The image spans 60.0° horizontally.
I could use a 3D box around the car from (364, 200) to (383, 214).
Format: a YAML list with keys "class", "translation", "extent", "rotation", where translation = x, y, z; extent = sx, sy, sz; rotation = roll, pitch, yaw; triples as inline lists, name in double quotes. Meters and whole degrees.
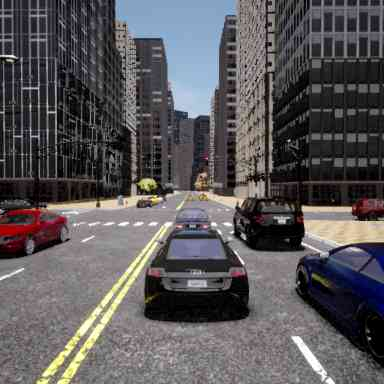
- class: "car"
  translation: [21.643, 1.643, 36.245]
  extent: [4.829, 1.417, 1.752]
  rotation: [1, 0, 1]

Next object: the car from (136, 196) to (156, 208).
- class: "car"
  translation: [-6.813, 1.529, 48.188]
  extent: [1.994, 1.385, 4.181]
  rotation: [0, 0, 0]

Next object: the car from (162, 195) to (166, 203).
- class: "car"
  translation: [-6.838, 1.469, 66.565]
  extent: [1.812, 1.442, 4.674]
  rotation: [0, 0, 0]

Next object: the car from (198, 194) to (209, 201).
- class: "car"
  translation: [2.886, 1.396, 78.661]
  extent: [1.882, 1.535, 5.008]
  rotation: [0, 0, 0]

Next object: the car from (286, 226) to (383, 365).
- class: "car"
  translation: [3.334, 1.561, 5.823]
  extent: [1.994, 1.385, 4.181]
  rotation: [0, 0, -1]

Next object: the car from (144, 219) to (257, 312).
- class: "car"
  translation: [0.066, 1.560, 7.793]
  extent: [1.994, 1.385, 4.181]
  rotation: [0, 0, -1]

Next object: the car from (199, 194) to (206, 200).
- class: "car"
  translation: [2.837, 1.242, 89.079]
  extent: [1.837, 1.490, 4.892]
  rotation: [0, 0, 0]

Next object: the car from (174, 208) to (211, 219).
- class: "car"
  translation: [0.021, 1.538, 17.014]
  extent: [2.033, 1.411, 5.357]
  rotation: [0, 0, 0]

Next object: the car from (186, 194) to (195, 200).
- class: "car"
  translation: [-0.413, 1.267, 89.064]
  extent: [2.128, 1.511, 4.902]
  rotation: [0, 0, 0]

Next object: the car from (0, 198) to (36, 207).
- class: "car"
  translation: [-15.800, 1.381, 30.990]
  extent: [4.892, 1.490, 1.837]
  rotation: [1, 1, -1]

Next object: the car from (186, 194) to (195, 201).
- class: "car"
  translation: [-0.364, 1.396, 78.647]
  extent: [1.882, 1.535, 5.008]
  rotation: [0, 0, 0]

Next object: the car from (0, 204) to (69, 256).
- class: "car"
  translation: [-6.618, 1.470, 13.329]
  extent: [1.882, 1.535, 5.008]
  rotation: [0, 0, 0]

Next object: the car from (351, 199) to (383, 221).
- class: "car"
  translation: [16.073, 1.520, 27.933]
  extent: [5.009, 1.841, 2.192]
  rotation: [1, 0, 1]

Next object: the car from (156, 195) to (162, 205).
- class: "car"
  translation: [-6.847, 1.433, 57.117]
  extent: [1.882, 1.535, 5.008]
  rotation: [0, 0, 0]

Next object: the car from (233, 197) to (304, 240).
- class: "car"
  translation: [3.305, 1.213, 15.244]
  extent: [2.150, 2.045, 5.566]
  rotation: [0, 0, -2]
